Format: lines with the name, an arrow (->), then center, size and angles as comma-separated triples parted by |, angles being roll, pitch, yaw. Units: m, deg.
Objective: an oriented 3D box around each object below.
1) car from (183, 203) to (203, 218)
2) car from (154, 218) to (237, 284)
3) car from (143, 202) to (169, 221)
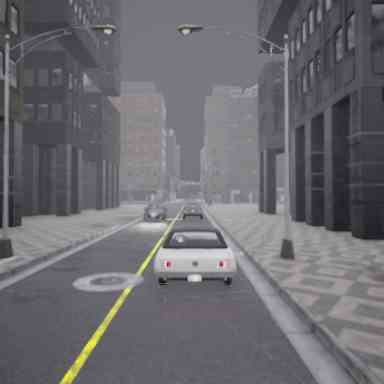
car -> 0.084, 1.769, 31.924 | 2.033, 1.411, 5.357 | 0, 0, 0
car -> 0.080, 1.660, 9.690 | 1.895, 1.301, 4.718 | 0, 0, 0
car -> -3.113, 1.691, 29.343 | 2.128, 1.511, 4.902 | 0, 0, 0
